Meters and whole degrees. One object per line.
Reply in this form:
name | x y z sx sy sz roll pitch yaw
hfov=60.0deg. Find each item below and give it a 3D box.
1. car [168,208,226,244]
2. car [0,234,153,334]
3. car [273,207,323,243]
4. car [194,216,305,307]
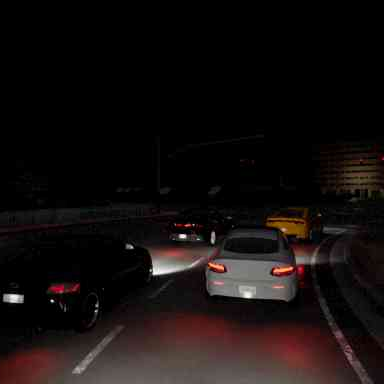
car | 0.603 1.505 15.386 1.837 1.490 4.892 0 0 23
car | -2.271 1.564 6.949 1.994 1.385 4.181 0 0 11
car | 5.202 1.478 16.490 1.882 1.535 5.008 0 0 30
car | 1.521 1.526 7.979 1.812 1.442 4.674 0 0 14
